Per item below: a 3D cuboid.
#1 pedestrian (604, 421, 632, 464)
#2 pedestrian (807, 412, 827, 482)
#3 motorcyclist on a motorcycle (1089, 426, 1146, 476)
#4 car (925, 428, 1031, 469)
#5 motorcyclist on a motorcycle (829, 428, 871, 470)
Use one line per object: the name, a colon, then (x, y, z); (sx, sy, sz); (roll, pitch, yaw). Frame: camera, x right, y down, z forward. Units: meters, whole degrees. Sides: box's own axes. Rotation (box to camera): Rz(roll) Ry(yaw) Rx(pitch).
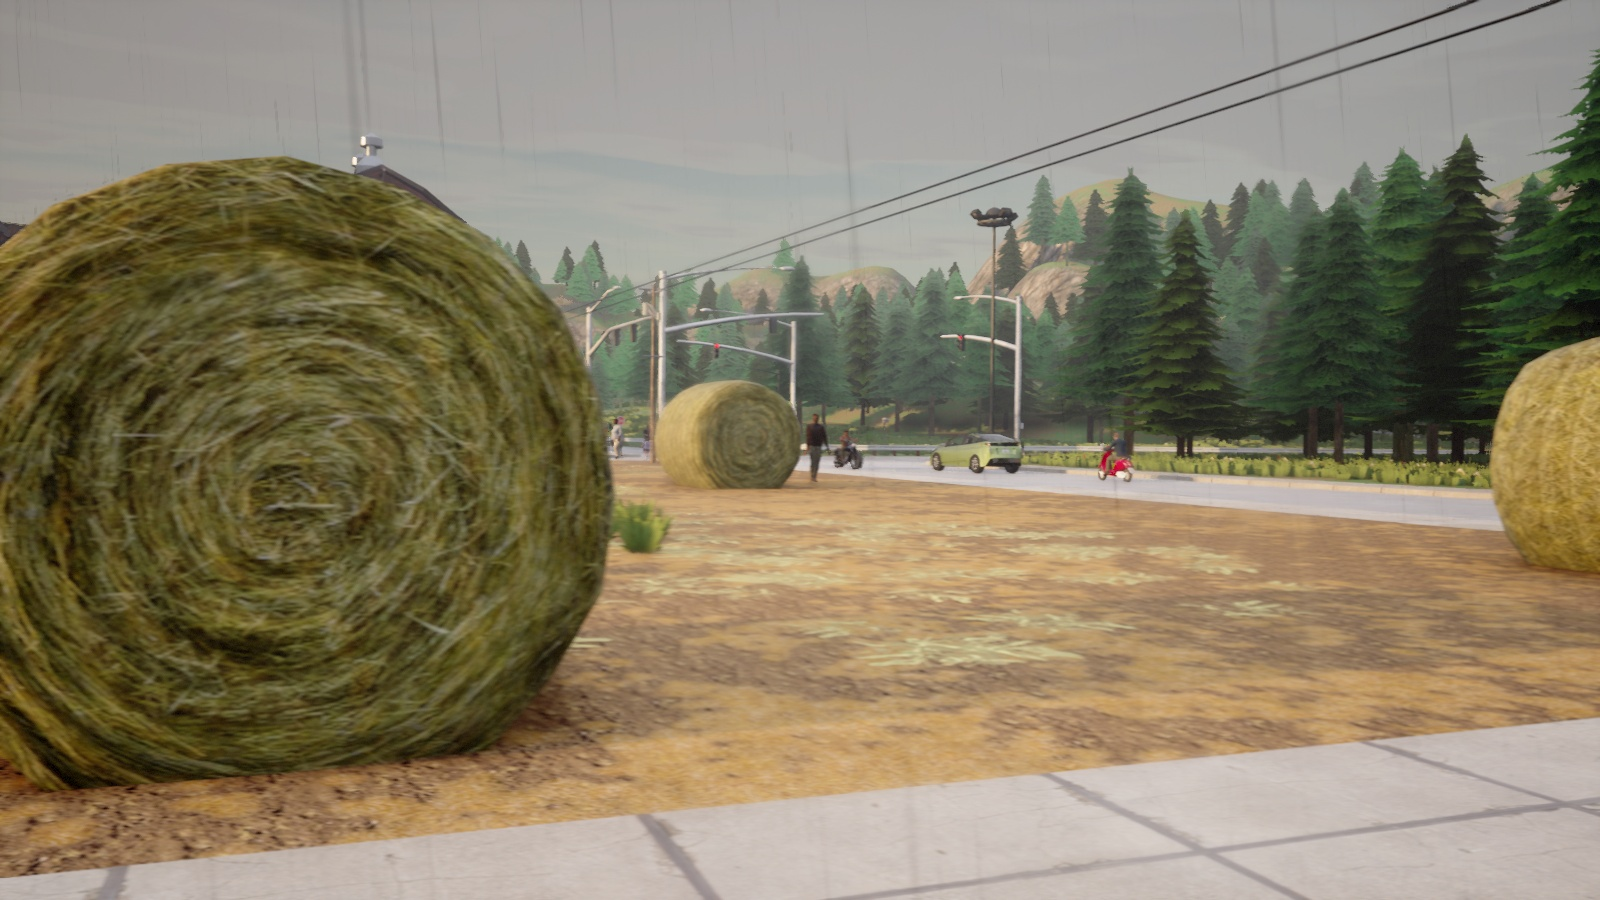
pedestrian: (-7.970, -0.340, 54.998); (0.900, 1.855, 0.874); (-1, 1, -34)
pedestrian: (0.443, -0.079, 33.340); (0.431, 1.840, 0.703); (-1, 1, -7)
motorcyclist on a motorcycle: (10.311, 0.011, 40.821); (0.866, 1.590, 1.817); (-1, 1, -24)
car: (6.842, -0.088, 48.770); (2.007, 1.525, 4.514); (-1, 1, -24)
motorcyclist on a motorcycle: (2.015, -0.069, 51.042); (0.766, 1.649, 2.350); (-1, 1, -24)
